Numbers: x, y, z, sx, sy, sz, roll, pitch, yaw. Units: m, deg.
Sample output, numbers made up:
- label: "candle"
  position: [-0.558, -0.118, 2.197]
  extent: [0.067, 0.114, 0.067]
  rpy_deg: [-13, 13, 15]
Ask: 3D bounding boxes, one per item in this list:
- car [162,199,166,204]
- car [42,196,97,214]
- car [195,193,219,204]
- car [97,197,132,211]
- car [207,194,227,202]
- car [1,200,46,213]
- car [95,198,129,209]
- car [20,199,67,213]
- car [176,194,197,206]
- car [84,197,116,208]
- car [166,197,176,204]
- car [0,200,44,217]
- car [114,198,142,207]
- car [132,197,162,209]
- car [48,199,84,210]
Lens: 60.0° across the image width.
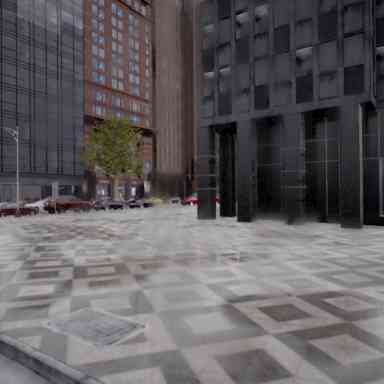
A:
- label: "car"
  position: [-7.099, 1.546, 57.723]
  extent: [1.752, 1.417, 4.829]
  rpy_deg: [-1, 0, 35]
- label: "car"
  position: [-12.811, 1.291, 34.457]
  extent: [2.192, 1.841, 5.009]
  rpy_deg: [-1, 0, 35]
- label: "car"
  position: [3.211, 1.223, 57.655]
  extent: [2.192, 1.841, 5.009]
  rpy_deg: [-1, 0, 35]
- label: "car"
  position: [-9.604, 1.525, 39.095]
  extent: [1.947, 1.339, 4.313]
  rpy_deg: [-1, 0, 35]
- label: "car"
  position: [5.816, 1.297, 76.426]
  extent: [2.192, 1.841, 5.009]
  rpy_deg: [-1, 0, 35]
- label: "car"
  position: [-19.821, 1.643, 39.303]
  extent: [1.947, 1.339, 4.313]
  rpy_deg: [-1, 0, 35]
- label: "car"
  position: [-11.196, 1.538, 46.932]
  extent: [1.812, 1.442, 4.674]
  rpy_deg: [-1, 0, 35]
- label: "car"
  position: [-17.051, 1.568, 38.465]
  extent: [1.812, 1.442, 4.674]
  rpy_deg: [-1, 0, 34]
- label: "car"
  position: [0.008, 1.463, 53.014]
  extent: [1.887, 1.381, 4.507]
  rpy_deg: [-1, 0, 35]
- label: "car"
  position: [-13.413, 1.485, 48.583]
  extent: [1.967, 1.590, 4.097]
  rpy_deg: [-1, 0, 35]
- label: "car"
  position: [-3.797, 1.575, 62.504]
  extent: [1.947, 1.339, 4.313]
  rpy_deg: [-1, 0, 35]
- label: "car"
  position: [-16.013, 1.577, 29.816]
  extent: [1.802, 1.307, 4.206]
  rpy_deg: [-1, 0, 35]
- label: "car"
  position: [-10.206, 1.614, 53.223]
  extent: [1.802, 1.307, 4.206]
  rpy_deg: [-1, 0, 35]
- label: "car"
  position: [-6.400, 1.510, 43.734]
  extent: [1.947, 1.339, 4.313]
  rpy_deg: [-1, 0, 35]
- label: "car"
  position: [-16.616, 1.643, 43.943]
  extent: [1.802, 1.307, 4.206]
  rpy_deg: [-1, 0, 35]
